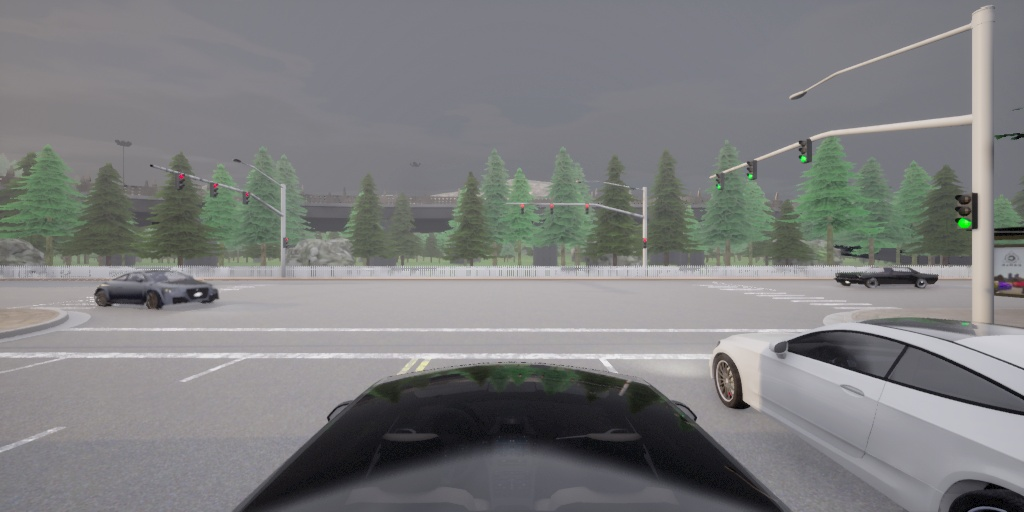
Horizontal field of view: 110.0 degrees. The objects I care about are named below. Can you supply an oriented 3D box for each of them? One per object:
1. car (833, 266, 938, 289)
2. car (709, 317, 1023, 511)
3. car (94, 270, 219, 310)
[{"bbox_3d":[22.865,1.295,22.071,4.718,1.301,1.895,0,0,0],"label":"car"},{"bbox_3d":[3.657,1.276,3.168,1.812,1.442,4.674,0,0,2],"label":"car"},{"bbox_3d":[-13.834,1.266,14.055,4.181,1.385,1.994,0,0,13],"label":"car"}]
